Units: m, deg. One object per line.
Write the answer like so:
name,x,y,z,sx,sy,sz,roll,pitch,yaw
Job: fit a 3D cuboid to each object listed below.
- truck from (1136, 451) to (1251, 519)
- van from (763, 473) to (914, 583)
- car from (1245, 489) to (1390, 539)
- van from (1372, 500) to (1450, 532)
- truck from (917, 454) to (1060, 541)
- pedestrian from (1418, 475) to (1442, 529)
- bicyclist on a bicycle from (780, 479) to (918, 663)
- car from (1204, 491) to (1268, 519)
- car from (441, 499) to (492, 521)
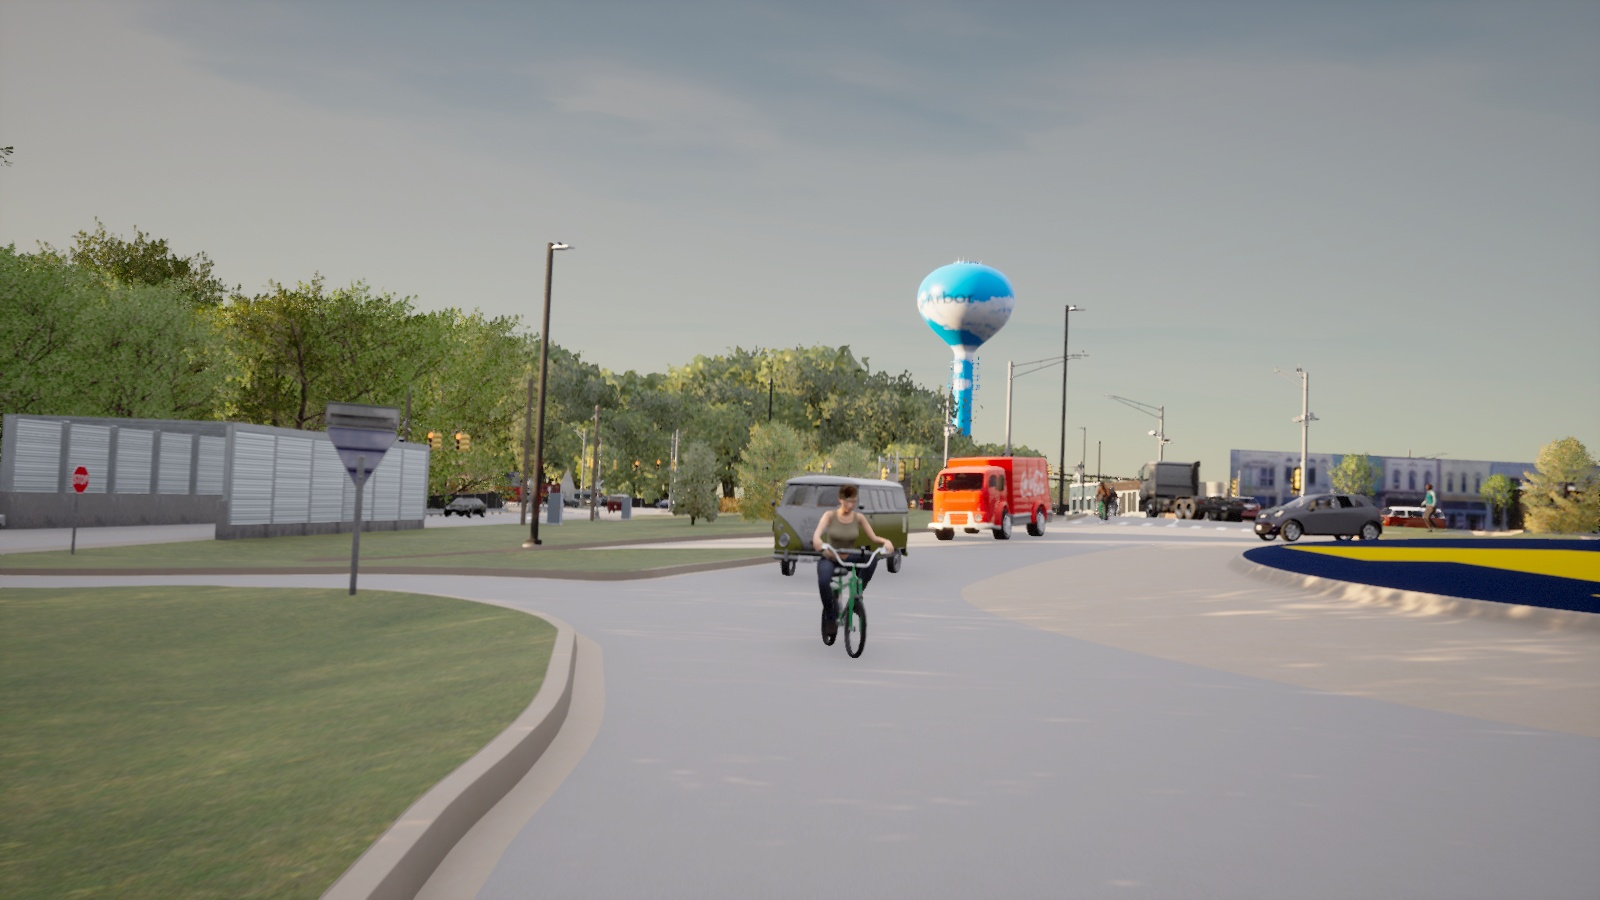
truck,21.735,2.014,69.896,2.891,3.462,7.936,2,-3,-8
van,0.898,1.531,25.479,1.775,1.987,4.442,1,-2,19
car,15.850,1.977,38.571,3.633,1.501,1.845,1,-3,-6
van,43.154,4.692,88.685,4.480,2.038,2.069,3,-4,-2
truck,5.897,1.406,38.664,2.627,2.467,5.204,-2,-1,29
pedestrian,23.043,1.892,45.916,0.692,1.930,0.396,3,-4,-10
bicyclist on a bicycle,0.441,1.121,12.058,0.866,1.612,1.509,4,-3,-13
car,24.696,3.141,71.279,1.970,1.475,3.806,2,-3,-6
car,-24.745,4.445,93.291,2.163,1.488,4.792,2,-2,5
